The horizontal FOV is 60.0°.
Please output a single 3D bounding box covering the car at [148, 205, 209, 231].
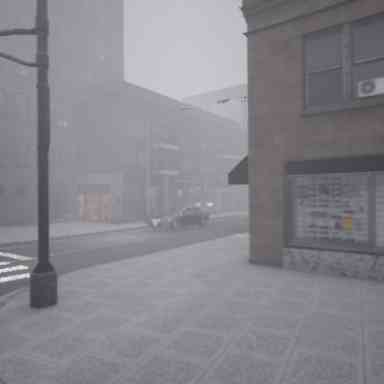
[{"bbox_3d":[-0.746,1.595,21.434,2.128,1.511,4.902,-1,0,35],"label":"car"}]
